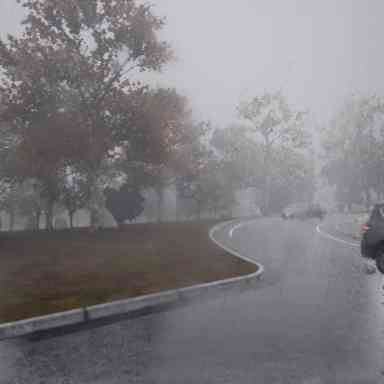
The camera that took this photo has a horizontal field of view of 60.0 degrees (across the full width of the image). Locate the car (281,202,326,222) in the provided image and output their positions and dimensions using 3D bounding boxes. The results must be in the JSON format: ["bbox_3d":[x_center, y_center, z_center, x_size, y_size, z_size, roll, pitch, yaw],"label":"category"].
[{"bbox_3d":[9.116,1.551,27.075,4.902,1.511,2.128,0,0,-43],"label":"car"}]

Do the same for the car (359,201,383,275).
[{"bbox_3d":[6.741,1.244,7.607,2.150,2.045,5.566,-1,1,-27],"label":"car"}]
